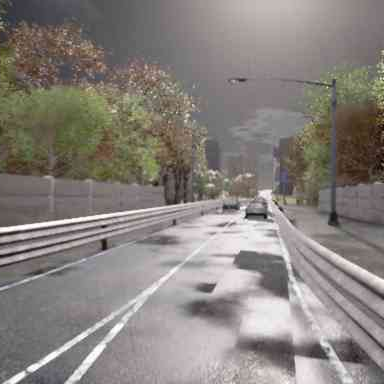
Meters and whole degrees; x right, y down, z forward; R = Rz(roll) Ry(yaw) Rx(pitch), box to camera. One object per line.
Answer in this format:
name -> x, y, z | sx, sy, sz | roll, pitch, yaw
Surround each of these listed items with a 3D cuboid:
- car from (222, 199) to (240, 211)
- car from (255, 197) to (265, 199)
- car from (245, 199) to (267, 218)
car -> 4.995, 1.578, 42.299 | 1.882, 1.535, 5.008 | 0, 0, 13
car -> 10.102, 1.543, 49.471 | 2.097, 1.767, 4.553 | 0, 0, 13
car -> 6.032, 1.645, 31.112 | 1.994, 1.385, 4.181 | 0, 0, 12
